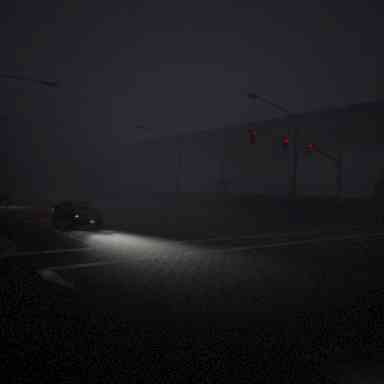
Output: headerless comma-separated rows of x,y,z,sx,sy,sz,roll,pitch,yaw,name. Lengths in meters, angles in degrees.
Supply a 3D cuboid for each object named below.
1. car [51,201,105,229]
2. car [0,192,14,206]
-6.835,1.285,19.742,2.128,1.511,4.902,3,-1,-38,car
-22.806,0.832,39.964,1.837,1.490,4.892,3,0,-38,car
